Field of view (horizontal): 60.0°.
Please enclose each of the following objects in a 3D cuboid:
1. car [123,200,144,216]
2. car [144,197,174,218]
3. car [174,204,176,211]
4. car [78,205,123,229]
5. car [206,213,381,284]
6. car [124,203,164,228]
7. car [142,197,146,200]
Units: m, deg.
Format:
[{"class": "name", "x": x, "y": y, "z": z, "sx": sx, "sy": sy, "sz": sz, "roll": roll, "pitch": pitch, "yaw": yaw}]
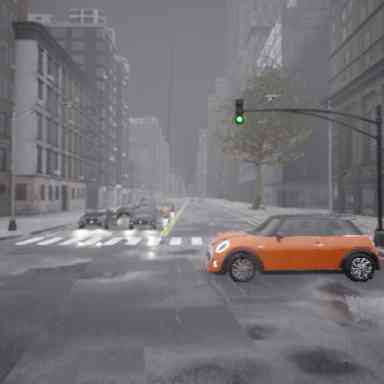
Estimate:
[{"class": "car", "x": -6.603, "y": 1.924, "z": 35.109, "sx": 2.033, "sy": 1.411, "sz": 5.357, "roll": 0, "pitch": -1, "yaw": 0}, {"class": "car", "x": -3.351, "y": 1.720, "z": 34.297, "sx": 2.097, "sy": 1.767, "sz": 4.553, "roll": 0, "pitch": -1, "yaw": 0}, {"class": "car", "x": -3.345, "y": 2.005, "z": 46.392, "sx": 1.837, "sy": 1.490, "sz": 4.892, "roll": 0, "pitch": -1, "yaw": 0}, {"class": "car", "x": -6.603, "y": 1.819, "z": 23.837, "sx": 1.994, "sy": 1.385, "sz": 4.181, "roll": 0, "pitch": -1, "yaw": 0}, {"class": "car", "x": 2.679, "y": 1.429, "z": 9.467, "sx": 4.553, "sy": 1.767, "sz": 2.097, "roll": 0, "pitch": -1, "yaw": 0}, {"class": "car", "x": -3.350, "y": 1.764, "z": 24.197, "sx": 1.837, "sy": 1.490, "sz": 4.892, "roll": 0, "pitch": -1, "yaw": 0}, {"class": "car", "x": -6.579, "y": 1.762, "z": 49.938, "sx": 2.150, "sy": 2.045, "sz": 5.566, "roll": 0, "pitch": -1, "yaw": 0}]
